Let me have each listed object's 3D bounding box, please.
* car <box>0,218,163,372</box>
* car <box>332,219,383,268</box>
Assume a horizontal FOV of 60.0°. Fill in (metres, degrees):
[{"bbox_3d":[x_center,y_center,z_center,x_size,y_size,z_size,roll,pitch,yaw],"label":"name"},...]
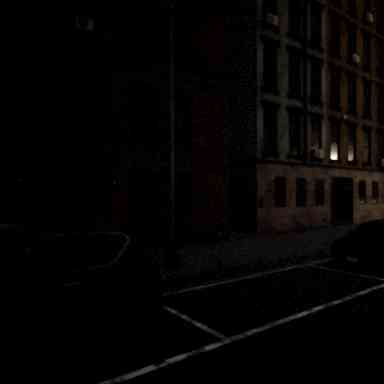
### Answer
[{"bbox_3d":[-2.745,1.334,4.211,5.009,1.841,2.192,0,0,-36],"label":"car"},{"bbox_3d":[6.400,1.594,10.945,4.313,1.339,1.947,0,0,-36],"label":"car"}]
